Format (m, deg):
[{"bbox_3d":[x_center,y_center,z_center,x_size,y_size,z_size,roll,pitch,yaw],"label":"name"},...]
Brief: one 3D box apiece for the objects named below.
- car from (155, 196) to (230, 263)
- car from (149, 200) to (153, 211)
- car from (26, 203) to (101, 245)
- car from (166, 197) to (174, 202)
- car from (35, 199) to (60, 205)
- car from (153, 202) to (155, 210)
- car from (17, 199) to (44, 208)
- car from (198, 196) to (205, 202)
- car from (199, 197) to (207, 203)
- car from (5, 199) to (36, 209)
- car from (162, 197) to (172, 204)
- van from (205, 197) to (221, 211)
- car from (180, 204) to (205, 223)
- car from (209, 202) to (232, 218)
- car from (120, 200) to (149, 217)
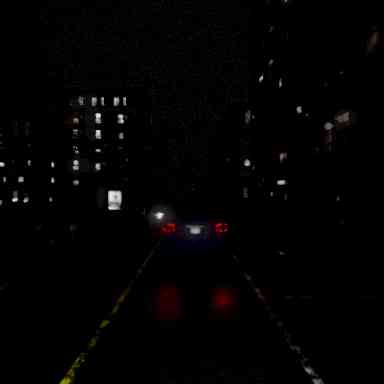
[{"bbox_3d":[0.071,1.262,12.298,2.150,2.045,5.566,0,-1,-1],"label":"car"},{"bbox_3d":[-5.695,1.757,43.250,1.802,1.307,4.206,0,0,0],"label":"car"},{"bbox_3d":[-5.697,1.500,15.612,1.967,1.590,4.097,0,0,0],"label":"car"},{"bbox_3d":[-5.694,1.942,86.702,1.947,1.339,4.313,0,0,0],"label":"car"},{"bbox_3d":[-22.401,2.111,54.003,4.403,1.369,2.008,-1,1,0],"label":"car"},{"bbox_3d":[-3.072,1.722,39.213,1.994,1.385,4.181,0,0,0],"label":"car"},{"bbox_3d":[-30.270,2.086,62.583,4.097,1.590,1.967,-1,1,0],"label":"car"},{"bbox_3d":[2.687,1.949,92.213,1.887,1.381,4.507,0,0,0],"label":"car"},{"bbox_3d":[2.687,1.915,81.166,1.947,1.339,4.313,0,0,0],"label":"car"},{"bbox_3d":[-27.970,2.192,53.962,4.403,1.369,2.008,-1,1,0],"label":"car"},{"bbox_3d":[-5.695,1.888,75.655,1.947,1.339,4.313,0,0,0],"label":"car"},{"bbox_3d":[2.684,1.517,43.249,1.690,1.788,3.998,0,0,0],"label":"van"},{"bbox_3d":[0.064,1.710,27.882,1.895,1.301,4.718,0,0,0],"label":"car"},{"bbox_3d":[2.685,1.673,32.193,1.887,1.381,4.507,0,0,0],"label":"car"},{"bbox_3d":[-5.697,1.568,32.194,1.967,1.590,4.097,0,0,0],"label":"car"}]
